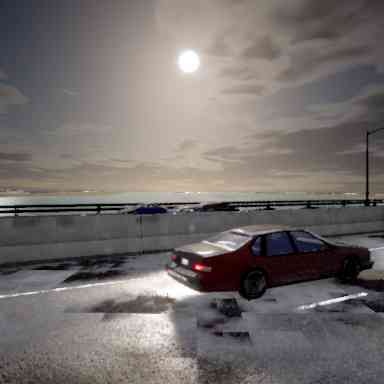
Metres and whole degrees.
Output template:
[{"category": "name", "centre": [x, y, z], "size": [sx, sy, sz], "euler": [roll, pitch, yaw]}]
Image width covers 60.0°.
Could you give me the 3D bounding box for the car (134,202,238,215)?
[{"category": "car", "centre": [-0.301, 1.535, 19.109], "size": [5.357, 1.411, 2.033], "euler": [0, 0, -28]}]

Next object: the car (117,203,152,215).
[{"category": "car", "centre": [-3.579, 1.548, 25.290], "size": [4.181, 1.385, 1.994], "euler": [0, 0, -28]}]

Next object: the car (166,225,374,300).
[{"category": "car", "centre": [2.068, 1.541, 8.265], "size": [5.357, 1.411, 2.033], "euler": [0, 0, -28]}]
